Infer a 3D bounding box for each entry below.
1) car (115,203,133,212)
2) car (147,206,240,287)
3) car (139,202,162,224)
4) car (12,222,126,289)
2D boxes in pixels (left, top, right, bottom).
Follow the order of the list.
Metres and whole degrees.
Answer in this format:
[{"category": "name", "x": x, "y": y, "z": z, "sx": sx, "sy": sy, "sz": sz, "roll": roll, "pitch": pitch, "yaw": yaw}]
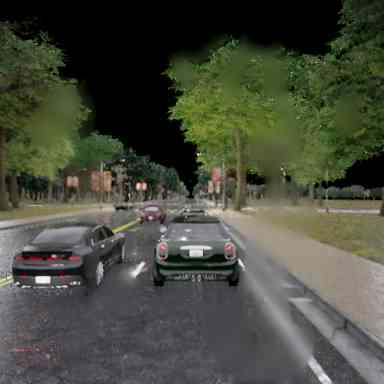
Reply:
[{"category": "car", "x": -9.800, "y": 2.177, "z": 48.071, "sx": 1.895, "sy": 1.301, "sz": 4.718, "roll": 0, "pitch": -1, "yaw": 0}, {"category": "car", "x": 0.095, "y": 1.462, "z": 9.807, "sx": 2.097, "sy": 1.767, "sz": 4.553, "roll": 0, "pitch": -1, "yaw": 0}, {"category": "car", "x": -3.167, "y": 1.849, "z": 27.856, "sx": 1.812, "sy": 1.442, "sz": 4.674, "roll": 0, "pitch": -1, "yaw": 0}, {"category": "car", "x": -3.156, "y": 1.614, "z": 9.461, "sx": 1.837, "sy": 1.490, "sz": 4.892, "roll": 0, "pitch": 0, "yaw": 0}]
